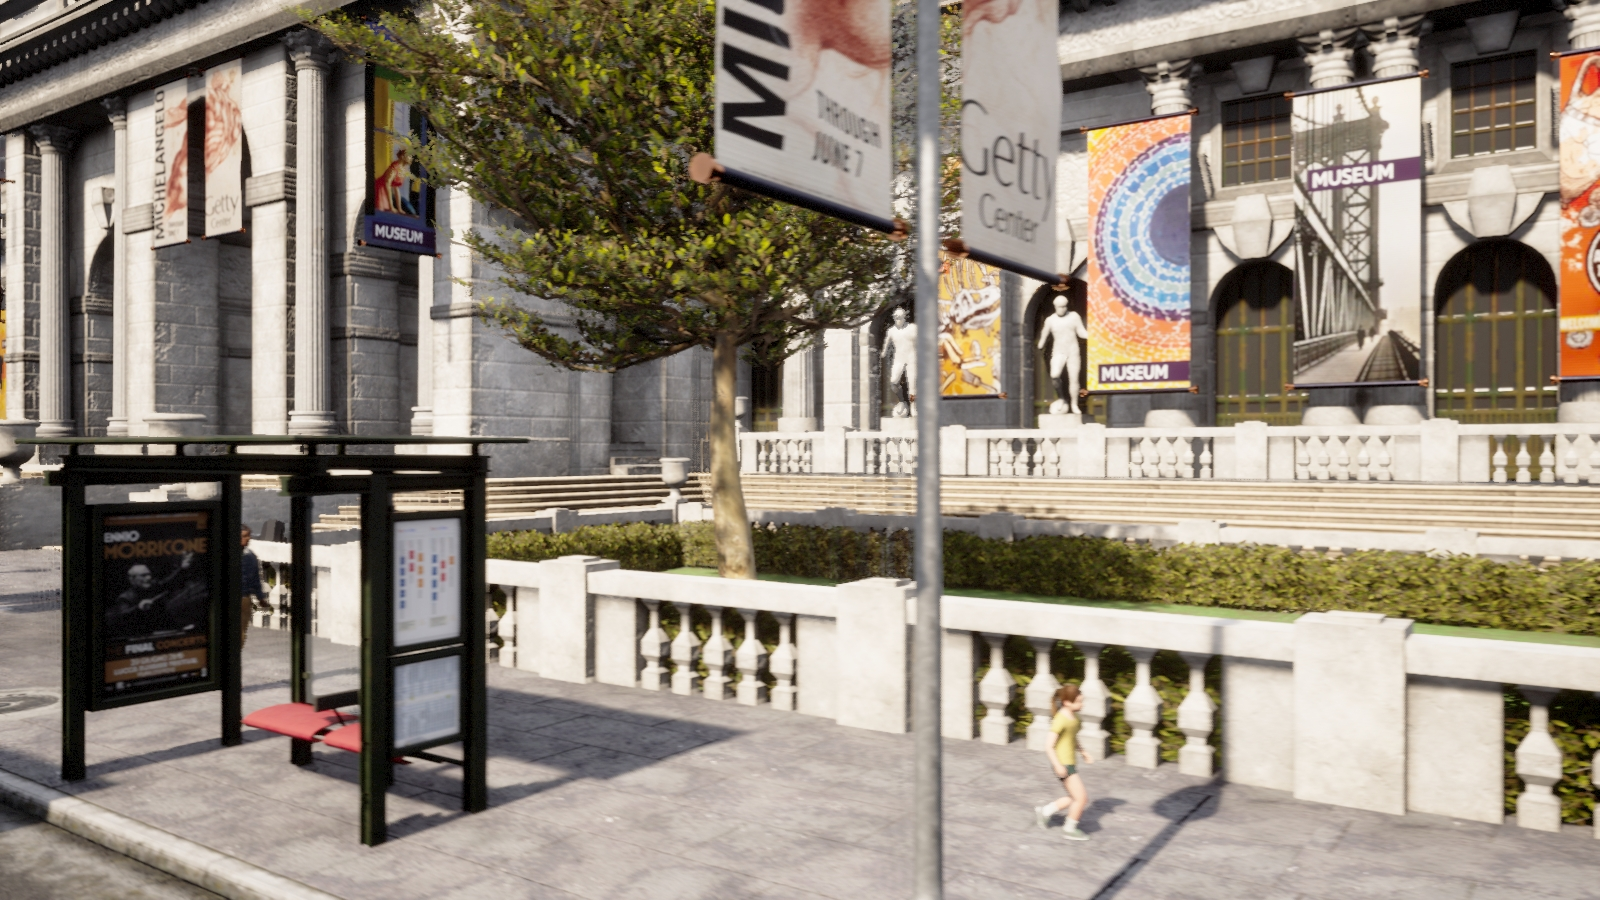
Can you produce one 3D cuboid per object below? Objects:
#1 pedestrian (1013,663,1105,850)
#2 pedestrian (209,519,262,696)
[{"bbox_3d":[1.785,2.076,7.848,0.500,1.100,0.500,0,0,28],"label":"pedestrian"},{"bbox_3d":[-6.155,1.697,12.463,0.375,1.860,0.375,0,0,29],"label":"pedestrian"}]
